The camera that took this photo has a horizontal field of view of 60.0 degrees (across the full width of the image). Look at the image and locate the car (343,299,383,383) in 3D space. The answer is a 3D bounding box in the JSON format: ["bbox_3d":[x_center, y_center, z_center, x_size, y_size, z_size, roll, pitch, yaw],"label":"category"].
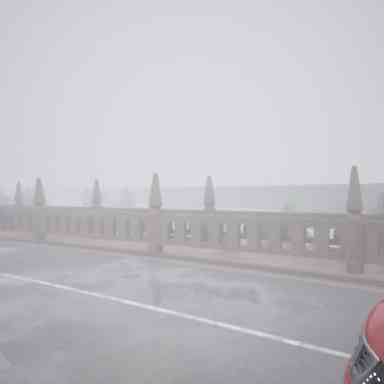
[{"bbox_3d":[3.604,1.202,1.271,5.566,2.045,2.150,0,0,37],"label":"car"}]
